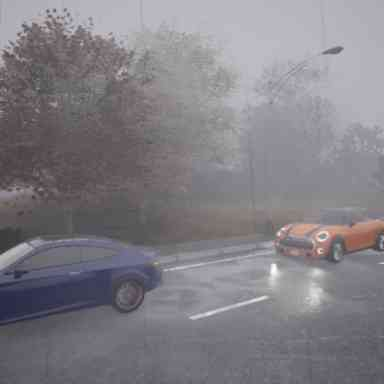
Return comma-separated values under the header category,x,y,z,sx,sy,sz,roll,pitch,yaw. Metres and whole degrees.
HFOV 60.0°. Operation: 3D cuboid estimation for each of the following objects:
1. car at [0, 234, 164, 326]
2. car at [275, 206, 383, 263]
category,x,y,z,sx,sy,sz,roll,pitch,yaw
car,-2.756,1.579,6.311,4.674,1.442,1.812,0,-1,-35
car,5.118,1.352,12.126,4.553,1.767,2.097,-1,0,-36
